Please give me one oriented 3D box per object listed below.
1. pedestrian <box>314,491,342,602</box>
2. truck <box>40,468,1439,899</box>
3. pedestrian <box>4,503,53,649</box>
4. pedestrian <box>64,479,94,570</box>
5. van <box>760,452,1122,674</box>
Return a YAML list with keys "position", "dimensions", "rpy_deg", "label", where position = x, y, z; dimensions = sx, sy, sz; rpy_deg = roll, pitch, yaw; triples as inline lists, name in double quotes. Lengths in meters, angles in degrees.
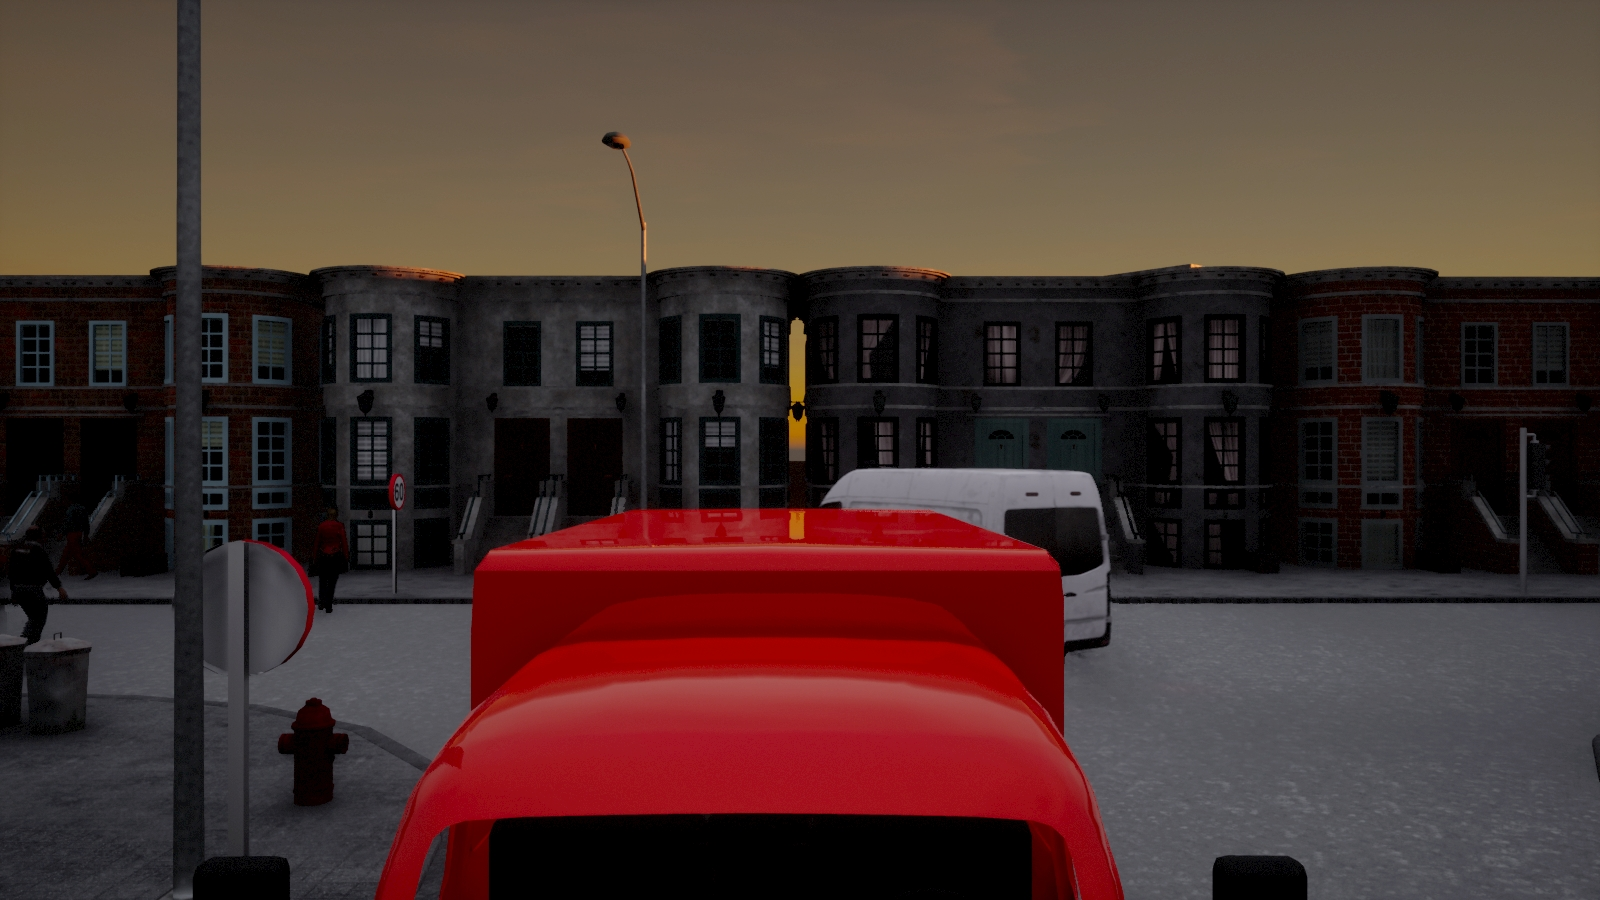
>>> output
- position: [-8.050, 1.629, 19.477]
  dimensions: [0.375, 1.860, 0.375]
  rpy_deg: [0, 0, -11]
  label: "pedestrian"
- position: [-0.117, 1.348, 4.748]
  dimensions: [2.627, 2.467, 5.204]
  rpy_deg: [0, 0, 0]
  label: "truck"
- position: [-10.065, 1.629, 14.918]
  dimensions: [0.375, 1.860, 0.375]
  rpy_deg: [0, 0, 10]
  label: "pedestrian"
- position: [-14.814, 1.526, 23.483]
  dimensions: [0.375, 1.860, 0.375]
  rpy_deg: [0, 0, -1]
  label: "pedestrian"
- position: [1.676, 1.314, 16.255]
  dimensions: [1.988, 2.561, 5.915]
  rpy_deg: [0, 0, -29]
  label: "van"
